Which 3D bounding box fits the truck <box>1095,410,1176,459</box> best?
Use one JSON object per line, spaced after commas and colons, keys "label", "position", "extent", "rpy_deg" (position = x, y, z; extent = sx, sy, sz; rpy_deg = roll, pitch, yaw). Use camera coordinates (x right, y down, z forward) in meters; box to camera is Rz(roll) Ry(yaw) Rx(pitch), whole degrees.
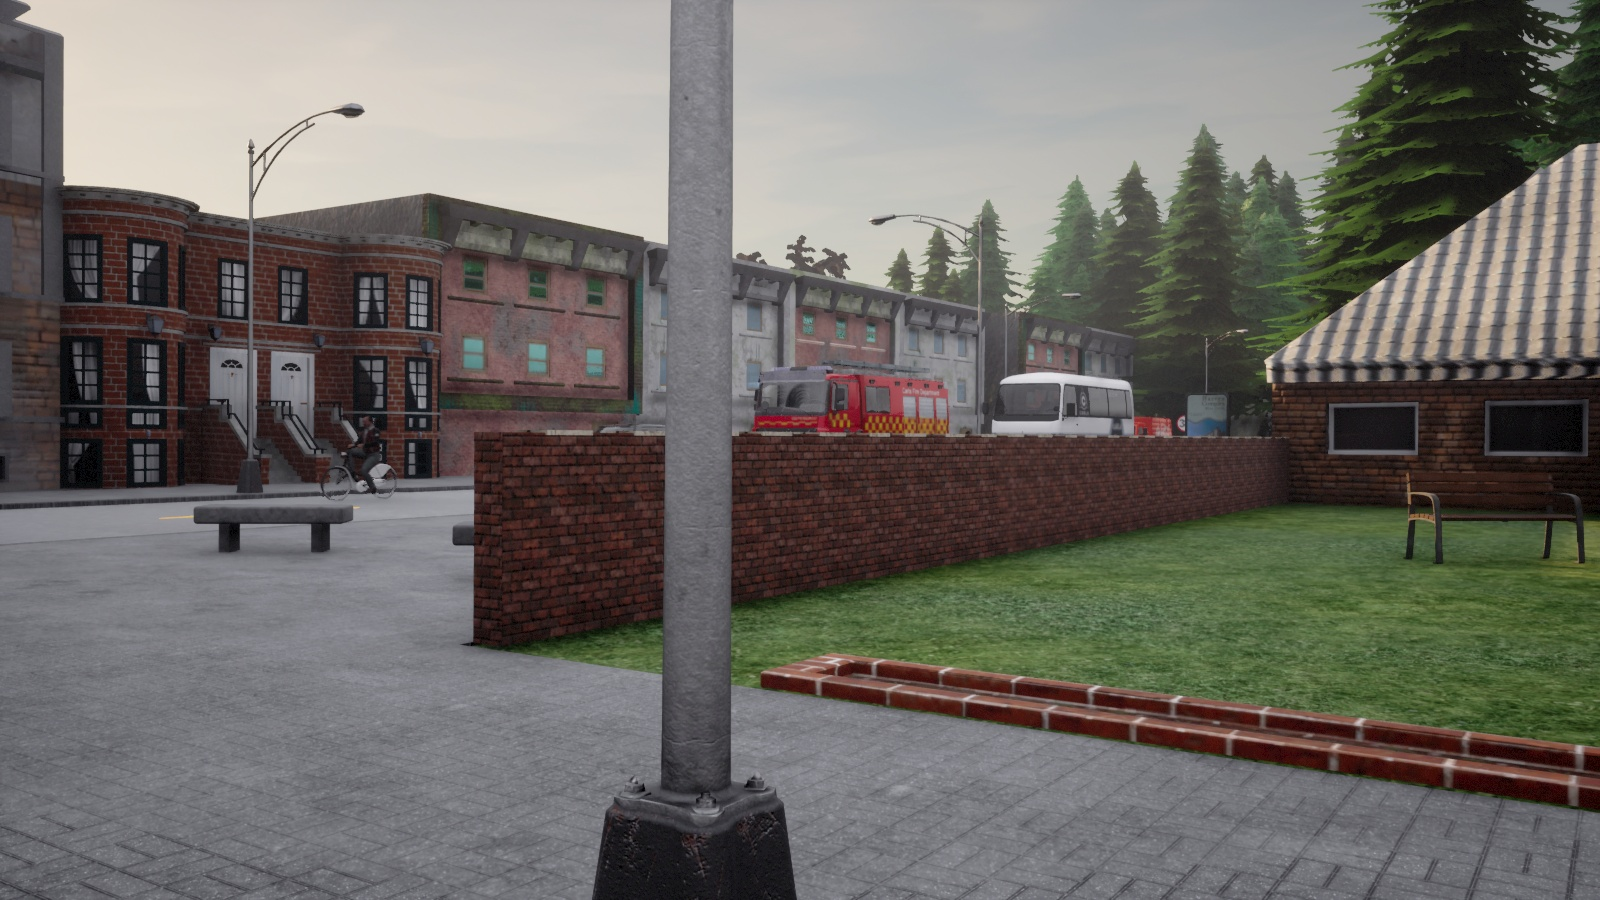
{"label": "truck", "position": [17.688, -0.817, 66.006], "extent": [2.627, 2.467, 5.204], "rpy_deg": [0, 1, 33]}

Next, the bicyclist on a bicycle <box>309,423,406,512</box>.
{"label": "bicyclist on a bicycle", "position": [-9.077, 0.332, 25.830], "extent": [0.659, 1.776, 1.843], "rpy_deg": [0, 1, 34]}

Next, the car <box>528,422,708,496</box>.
{"label": "car", "position": [-4.611, 0.187, 32.551], "extent": [2.097, 1.767, 4.553], "rpy_deg": [0, 1, 34]}

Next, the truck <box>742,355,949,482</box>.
{"label": "truck", "position": [1.741, -1.024, 42.074], "extent": [2.891, 3.827, 8.468], "rpy_deg": [0, 1, 34]}

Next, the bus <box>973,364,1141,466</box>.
{"label": "bus", "position": [11.945, -1.536, 57.365], "extent": [3.944, 4.253, 10.273], "rpy_deg": [0, 1, 33]}
